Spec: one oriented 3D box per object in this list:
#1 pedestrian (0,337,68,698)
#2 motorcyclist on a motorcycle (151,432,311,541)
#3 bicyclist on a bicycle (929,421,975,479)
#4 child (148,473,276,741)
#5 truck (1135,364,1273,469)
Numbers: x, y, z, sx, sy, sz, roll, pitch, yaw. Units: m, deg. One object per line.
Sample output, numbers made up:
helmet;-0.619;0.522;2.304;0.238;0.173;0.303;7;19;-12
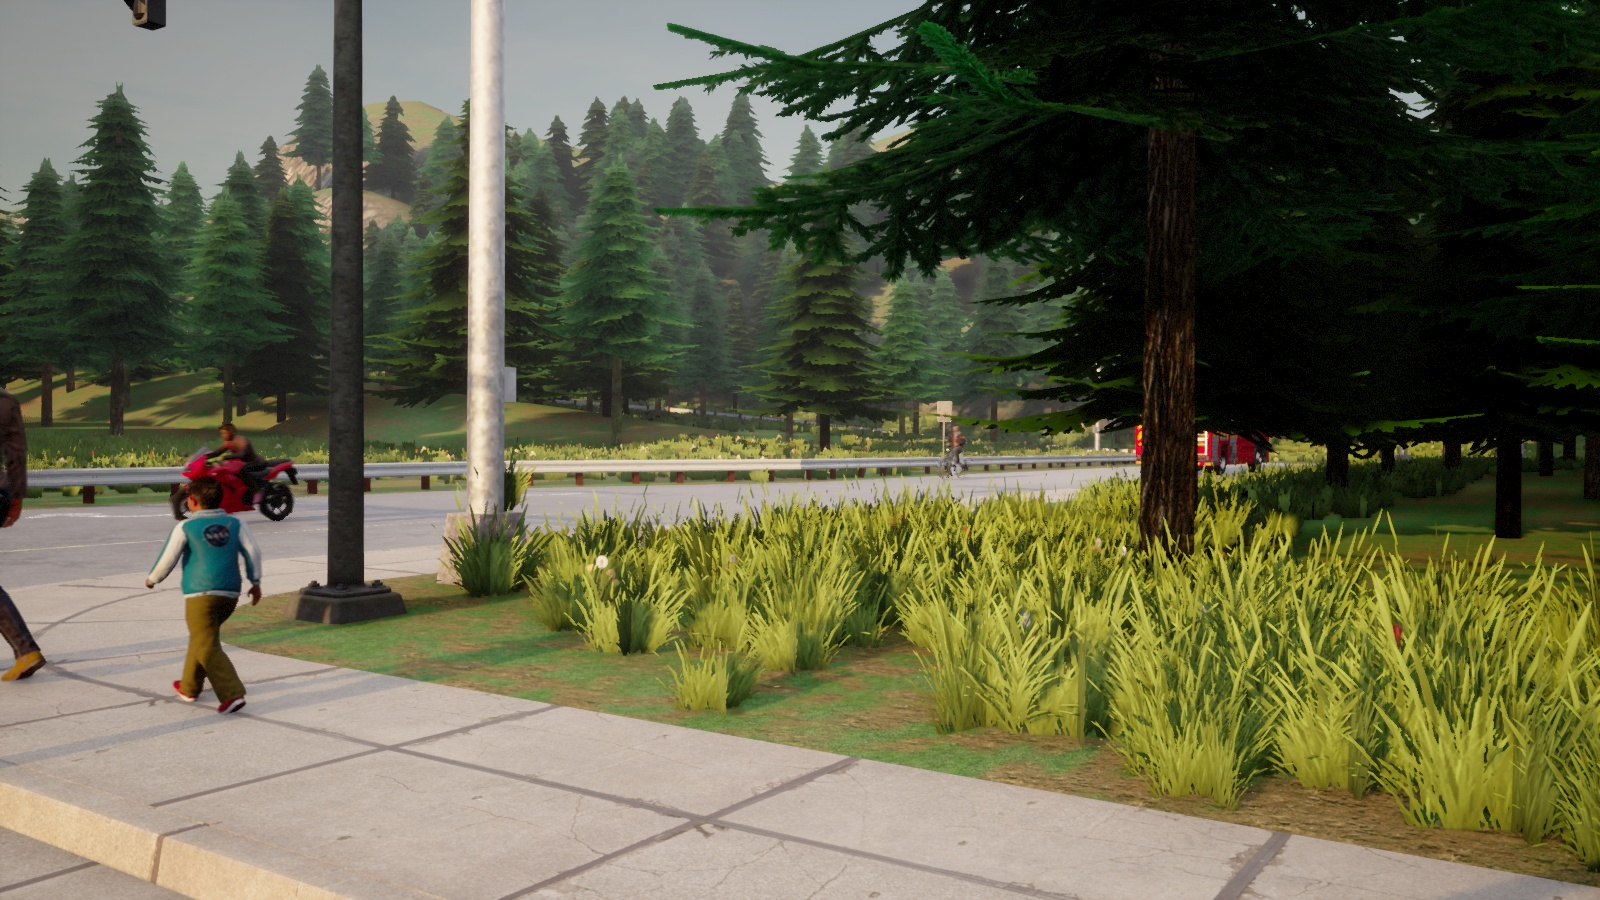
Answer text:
pedestrian;-4.314;0.336;6.582;0.869;1.805;0.328;0;1;21
motorcyclist on a motorcycle;-8.474;0.507;18.792;0.797;1.523;2.044;0;1;33
bicyclist on a bicycle;4.783;-0.006;39.381;0.659;1.776;1.843;0;1;34
child;-2.766;0.711;5.911;0.448;1.192;0.343;0;1;32
truck;16.175;-1.287;49.850;2.891;3.827;8.468;0;1;35
